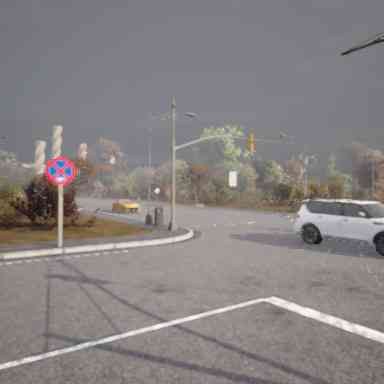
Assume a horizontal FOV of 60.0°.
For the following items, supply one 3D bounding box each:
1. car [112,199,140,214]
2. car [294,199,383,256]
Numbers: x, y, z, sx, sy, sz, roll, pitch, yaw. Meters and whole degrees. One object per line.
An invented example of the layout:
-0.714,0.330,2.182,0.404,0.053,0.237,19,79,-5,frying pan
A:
-7.303,1.570,36.563,1.882,1.535,5.008,0,0,-32,car
6.822,1.318,13.673,2.150,2.045,5.566,0,0,-32,car
